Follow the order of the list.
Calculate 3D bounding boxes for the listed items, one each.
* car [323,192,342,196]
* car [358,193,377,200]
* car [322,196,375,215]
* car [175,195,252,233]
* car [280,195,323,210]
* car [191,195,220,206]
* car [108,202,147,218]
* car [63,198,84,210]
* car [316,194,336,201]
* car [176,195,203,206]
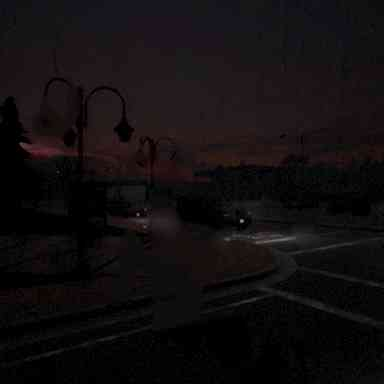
[{"bbox_3d":[24.400,1.260,60.900,2.007,1.523,4.514,0,0,-36],"label":"car"},{"bbox_3d":[34.954,1.047,67.555,1.932,1.855,4.605,0,0,-36],"label":"car"},{"bbox_3d":[14.747,1.360,31.445,1.845,1.501,3.633,0,0,-36],"label":"car"},{"bbox_3d":[1.107,1.225,20.357,2.150,2.045,5.566,0,0,-36],"label":"car"},{"bbox_3d":[12.863,1.367,39.217,1.970,1.475,3.806,0,0,-36],"label":"car"},{"bbox_3d":[2.141,1.313,54.497,2.152,1.636,5.027,0,0,-36],"label":"car"},{"bbox_3d":[-5.858,1.604,29.920,1.895,1.301,4.718,0,0,-36],"label":"car"},{"bbox_3d":[-15.183,1.496,42.844,2.128,1.511,4.902,0,0,-36],"label":"car"},{"bbox_3d":[29.998,1.310,74.436,1.970,1.475,3.806,0,0,-36],"label":"car"},{"bbox_3d":[-0.382,1.325,52.633,2.007,1.523,4.514,0,0,-36],"label":"car"}]
